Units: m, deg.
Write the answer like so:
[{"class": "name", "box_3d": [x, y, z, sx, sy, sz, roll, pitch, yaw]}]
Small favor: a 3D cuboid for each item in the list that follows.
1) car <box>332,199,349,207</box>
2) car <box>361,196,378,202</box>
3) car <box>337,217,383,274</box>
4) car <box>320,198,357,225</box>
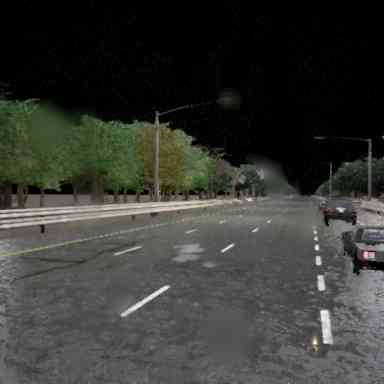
[{"class": "car", "box_3d": [30.752, 2.157, 68.658, 2.128, 1.511, 4.902, 0, 0, 38]}, {"class": "car", "box_3d": [44.451, 2.038, 83.105, 5.566, 2.045, 2.150, 1, 0, -39]}, {"class": "car", "box_3d": [5.926, 1.708, 10.586, 1.895, 1.301, 4.718, 0, 0, 20]}, {"class": "car", "box_3d": [11.499, 1.460, 26.106, 2.150, 2.045, 5.566, 0, 0, 20]}]
